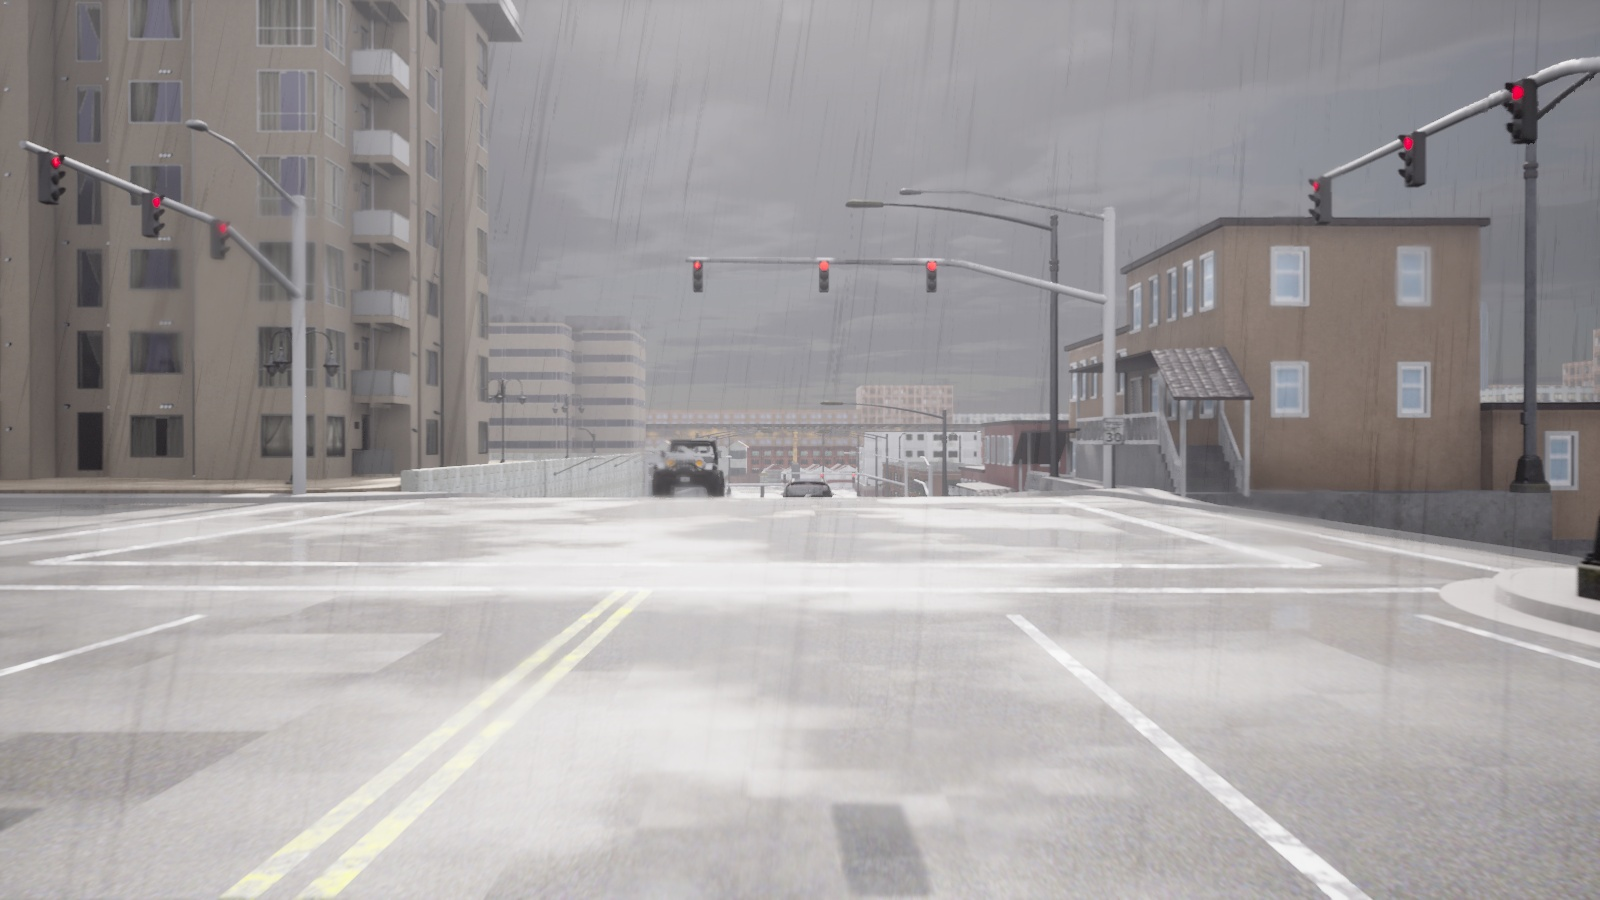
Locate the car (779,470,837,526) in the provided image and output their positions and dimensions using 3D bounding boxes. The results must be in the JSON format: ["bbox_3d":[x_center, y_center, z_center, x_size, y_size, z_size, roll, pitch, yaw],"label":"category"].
[{"bbox_3d":[0.293,1.908,48.493,2.128,1.511,4.902,0,-10,0],"label":"car"}]

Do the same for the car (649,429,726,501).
[{"bbox_3d":[-3.269,0.498,37.249,1.905,1.878,3.866,0,-4,0],"label":"car"}]
